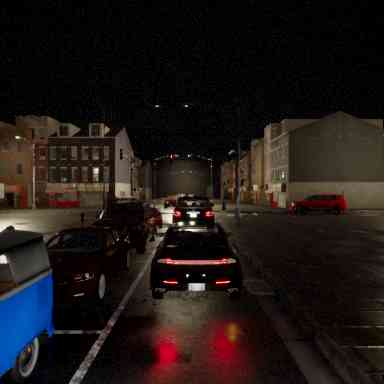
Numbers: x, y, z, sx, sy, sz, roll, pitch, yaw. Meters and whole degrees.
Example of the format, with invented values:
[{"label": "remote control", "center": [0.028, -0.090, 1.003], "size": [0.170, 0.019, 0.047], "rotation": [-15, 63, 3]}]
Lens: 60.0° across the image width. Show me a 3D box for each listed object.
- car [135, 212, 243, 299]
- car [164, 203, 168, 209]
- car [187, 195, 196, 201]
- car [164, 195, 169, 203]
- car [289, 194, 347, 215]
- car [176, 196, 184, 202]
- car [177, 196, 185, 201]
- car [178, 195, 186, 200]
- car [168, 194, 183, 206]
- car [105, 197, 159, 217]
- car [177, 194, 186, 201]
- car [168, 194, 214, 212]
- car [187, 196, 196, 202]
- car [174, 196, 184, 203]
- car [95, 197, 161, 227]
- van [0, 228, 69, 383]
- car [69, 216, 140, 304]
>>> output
[{"label": "car", "center": [0.086, 1.491, 8.400], "size": [2.128, 1.511, 4.902], "rotation": [0, 0, 0]}, {"label": "car", "center": [-2.672, 1.546, 19.071], "size": [1.887, 1.381, 4.507], "rotation": [0, 0, 0]}, {"label": "car", "center": [-0.132, 1.437, 86.201], "size": [2.128, 1.511, 4.902], "rotation": [0, 0, 0]}, {"label": "car", "center": [-2.714, 1.333, 45.481], "size": [2.192, 1.841, 5.009], "rotation": [0, 0, 0]}, {"label": "car", "center": [12.789, 1.238, 33.864], "size": [5.566, 2.045, 2.150], "rotation": [0, 0, 0]}, {"label": "car", "center": [-2.763, 1.589, 77.872], "size": [1.752, 1.417, 4.829], "rotation": [0, 0, 0]}, {"label": "car", "center": [-2.771, 1.640, 83.469], "size": [1.947, 1.339, 4.313], "rotation": [0, 0, 0]}, {"label": "car", "center": [-2.789, 1.536, 94.323], "size": [1.967, 1.590, 4.097], "rotation": [0, 0, 0]}, {"label": "car", "center": [-2.731, 1.345, 56.335], "size": [2.192, 1.841, 5.009], "rotation": [0, 0, 0]}, {"label": "car", "center": [-5.497, 1.362, 30.921], "size": [4.553, 1.767, 2.097], "rotation": [0, 0, 0]}, {"label": "car", "center": [-2.782, 1.400, 88.896], "size": [2.192, 1.841, 5.009], "rotation": [0, 0, 0]}, {"label": "car", "center": [0.072, 1.223, 18.593], "size": [2.150, 2.045, 5.566], "rotation": [0, 0, 0]}, {"label": "car", "center": [-0.117, 1.649, 76.229], "size": [1.895, 1.301, 4.718], "rotation": [0, 0, 0]}, {"label": "car", "center": [-2.755, 1.605, 72.615], "size": [2.008, 1.369, 4.403], "rotation": [0, 0, 0]}, {"label": "car", "center": [-2.665, 1.315, 13.637], "size": [2.192, 1.841, 5.009], "rotation": [0, 0, 0]}, {"label": "van", "center": [-2.648, 1.341, 2.769], "size": [1.690, 1.788, 3.998], "rotation": [0, 0, 0]}, {"label": "car", "center": [-2.655, 1.544, 8.203], "size": [1.887, 1.381, 4.507], "rotation": [0, 0, 0]}]
